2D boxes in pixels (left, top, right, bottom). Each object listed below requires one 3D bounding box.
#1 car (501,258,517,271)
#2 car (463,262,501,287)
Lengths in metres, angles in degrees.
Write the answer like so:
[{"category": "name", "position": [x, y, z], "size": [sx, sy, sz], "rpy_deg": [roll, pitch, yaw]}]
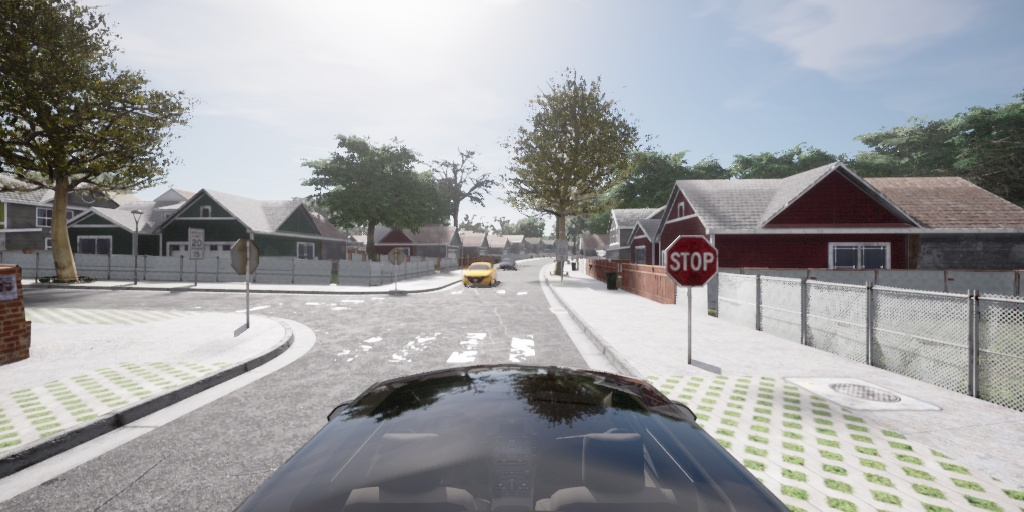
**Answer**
[{"category": "car", "position": [-0.471, 1.068, 45.839], "size": [1.837, 1.490, 4.892], "rpy_deg": [0, 1, 6]}, {"category": "car", "position": [-2.127, 1.202, 24.658], "size": [1.882, 1.535, 5.008], "rpy_deg": [0, 0, 3]}]
